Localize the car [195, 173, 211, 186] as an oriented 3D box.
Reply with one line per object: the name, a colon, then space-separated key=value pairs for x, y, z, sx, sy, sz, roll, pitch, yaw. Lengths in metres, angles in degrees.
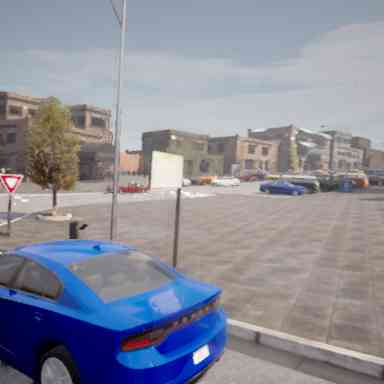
car: x=-0.126 y=-1.763 z=49.818 sx=4.792 sy=1.488 sz=2.163 roll=2 pitch=5 yaw=29

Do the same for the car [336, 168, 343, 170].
car: x=31.279 y=-4.361 z=76.291 sx=4.674 sy=1.452 sz=2.002 roll=2 pitch=5 yaw=30

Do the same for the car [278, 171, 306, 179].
car: x=20.034 y=-3.480 z=66.896 sx=5.008 sy=1.535 sz=2.097 roll=2 pitch=5 yaw=30

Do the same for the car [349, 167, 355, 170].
car: x=35.787 y=-4.741 z=80.021 sx=5.008 sy=1.535 sz=2.097 roll=2 pitch=6 yaw=30

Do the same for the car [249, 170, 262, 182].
car: x=8.824 y=-2.547 z=57.451 sx=5.008 sy=1.535 sz=2.097 roll=2 pitch=5 yaw=30

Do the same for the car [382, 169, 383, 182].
car: x=35.583 y=-2.752 z=56.685 sx=5.566 sy=2.045 sz=2.435 roll=4 pitch=7 yaw=30

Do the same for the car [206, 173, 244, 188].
car: x=4.716 y=-1.484 z=47.117 sx=4.674 sy=1.442 sz=1.812 roll=-5 pitch=7 yaw=-38

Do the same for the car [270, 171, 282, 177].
car: x=13.473 y=-2.917 z=61.139 sx=5.366 sy=1.575 sz=1.946 roll=2 pitch=5 yaw=30

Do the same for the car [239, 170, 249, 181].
car: x=6.605 y=-2.482 z=55.513 sx=4.553 sy=1.767 sz=2.185 roll=2 pitch=6 yaw=30

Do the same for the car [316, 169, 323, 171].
car: x=24.533 y=-3.850 z=70.644 sx=4.892 sy=1.521 sz=2.231 roll=2 pitch=6 yaw=30

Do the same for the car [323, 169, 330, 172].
car: x=26.781 y=-4.037 z=72.525 sx=5.008 sy=1.535 sz=2.097 roll=2 pitch=6 yaw=30

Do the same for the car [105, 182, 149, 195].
car: x=-7.230 y=-0.449 z=37.123 sx=4.718 sy=1.301 sz=1.895 roll=-4 pitch=7 yaw=-41

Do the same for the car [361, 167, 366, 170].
car: x=40.134 y=-5.067 z=83.859 sx=5.366 sy=1.575 sz=1.946 roll=2 pitch=6 yaw=30

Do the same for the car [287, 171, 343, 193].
car: x=14.487 y=-1.070 z=39.783 sx=5.566 sy=2.045 sz=2.435 roll=4 pitch=8 yaw=31

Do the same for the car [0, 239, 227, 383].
car: x=-1.919 y=1.439 z=4.801 sx=5.008 sy=1.535 sz=1.882 roll=1 pitch=1 yaw=36

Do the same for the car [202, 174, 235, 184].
car: x=4.309 y=-2.141 z=53.654 sx=4.792 sy=1.488 sz=2.163 roll=2 pitch=6 yaw=30

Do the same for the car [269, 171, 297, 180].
car: x=17.820 y=-3.263 z=64.992 sx=4.792 sy=1.488 sz=2.163 roll=2 pitch=5 yaw=30

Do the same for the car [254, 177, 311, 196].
car: x=9.818 y=-0.450 z=36.087 sx=5.008 sy=1.535 sz=2.097 roll=4 pitch=7 yaw=31

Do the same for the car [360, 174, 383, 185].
car: x=28.605 y=-1.905 z=51.003 sx=4.792 sy=1.488 sz=2.163 roll=4 pitch=7 yaw=31

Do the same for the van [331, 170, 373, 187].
van: x=21.660 y=-1.593 z=45.302 sx=4.442 sy=1.987 sz=1.878 roll=4 pitch=7 yaw=31

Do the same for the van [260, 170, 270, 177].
van: x=10.966 y=-2.962 z=59.379 sx=4.442 sy=1.987 sz=1.878 roll=2 pitch=6 yaw=30

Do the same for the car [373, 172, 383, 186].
car: x=26.248 y=-1.746 z=49.121 sx=4.892 sy=1.521 sz=2.231 roll=4 pitch=7 yaw=31

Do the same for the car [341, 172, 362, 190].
car: x=19.184 y=-1.316 z=43.523 sx=4.553 sy=1.767 sz=2.185 roll=4 pitch=7 yaw=31

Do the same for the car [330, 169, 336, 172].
car: x=29.050 y=-4.344 z=74.376 sx=4.553 sy=1.767 sz=2.185 roll=2 pitch=6 yaw=30

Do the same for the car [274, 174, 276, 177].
car: x=13.907 y=-1.345 z=45.216 sx=1.837 sy=1.490 sz=4.892 roll=-4 pitch=6 yaw=-28

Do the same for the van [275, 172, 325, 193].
van: x=12.269 y=-0.852 z=37.859 sx=4.442 sy=1.987 sz=1.878 roll=4 pitch=7 yaw=31

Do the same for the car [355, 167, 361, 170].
car: x=38.032 y=-4.901 z=81.900 sx=5.008 sy=1.535 sz=2.097 roll=2 pitch=5 yaw=30

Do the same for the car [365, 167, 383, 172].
car: x=30.945 y=-2.373 z=52.868 sx=5.566 sy=2.045 sz=2.435 roll=4 pitch=7 yaw=30

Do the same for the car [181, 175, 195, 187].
car: x=-2.396 y=-1.565 z=47.925 sx=4.674 sy=1.452 sz=2.002 roll=2 pitch=5 yaw=29
